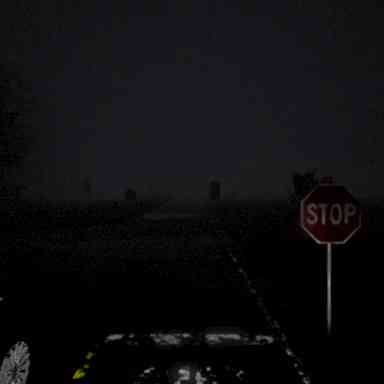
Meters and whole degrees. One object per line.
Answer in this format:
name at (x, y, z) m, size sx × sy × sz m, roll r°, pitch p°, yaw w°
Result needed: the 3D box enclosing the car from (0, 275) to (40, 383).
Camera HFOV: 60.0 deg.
car at (-2.747, 1.483, 2.080) m, size 2.128 × 1.511 × 4.902 m, roll 0°, pitch 0°, yaw 0°
